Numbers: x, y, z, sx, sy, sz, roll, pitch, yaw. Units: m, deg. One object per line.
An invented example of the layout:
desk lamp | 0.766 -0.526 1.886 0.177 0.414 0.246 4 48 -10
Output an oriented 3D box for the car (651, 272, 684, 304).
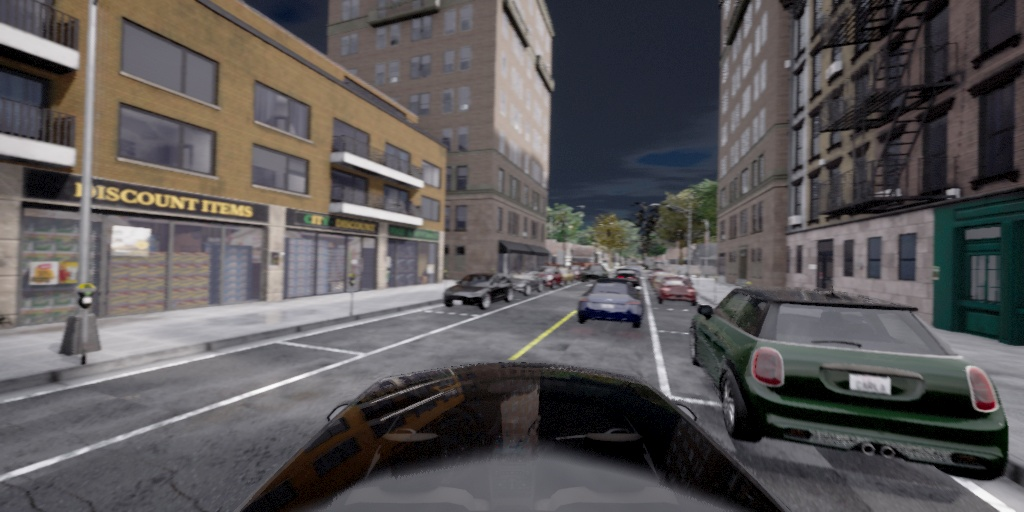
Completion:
car | 8.108 1.678 17.903 1.802 1.307 4.207 0 0 20

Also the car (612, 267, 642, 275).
car | 8.321 1.676 26.020 1.837 1.490 4.892 1 -1 20

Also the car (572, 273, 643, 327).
car | 3.533 1.497 12.580 1.994 1.385 4.181 1 0 20

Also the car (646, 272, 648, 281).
car | 11.811 1.830 28.299 1.888 1.381 4.507 0 0 20

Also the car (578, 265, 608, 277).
car | 7.563 1.565 32.624 2.097 1.767 4.553 1 -1 20

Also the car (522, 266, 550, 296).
car | 0.549 1.474 20.596 2.007 1.370 4.403 0 0 20

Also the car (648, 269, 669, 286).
car | 10.016 1.715 23.261 1.751 1.417 4.829 0 0 20

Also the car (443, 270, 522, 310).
car | -1.302 1.397 15.398 1.948 1.339 4.313 0 0 20

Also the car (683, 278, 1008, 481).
car | 4.013 1.236 5.311 2.097 1.767 4.553 1 -1 20

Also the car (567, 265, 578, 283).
car | 4.196 1.638 30.831 1.751 1.417 4.829 0 0 20

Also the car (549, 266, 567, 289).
car | 2.401 1.457 25.793 1.967 1.591 4.097 0 0 20
